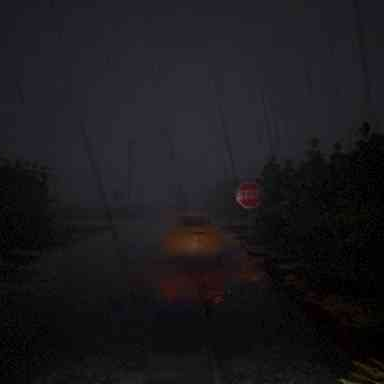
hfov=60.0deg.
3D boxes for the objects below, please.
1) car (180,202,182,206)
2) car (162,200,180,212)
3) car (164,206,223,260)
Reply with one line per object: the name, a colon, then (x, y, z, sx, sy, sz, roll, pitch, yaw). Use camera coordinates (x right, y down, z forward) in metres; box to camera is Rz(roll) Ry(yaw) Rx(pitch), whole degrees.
car: (-3.098, 2.379, 65.811, 1.882, 1.535, 5.008, 0, -1, 0)
car: (-3.173, 2.165, 48.344, 1.812, 1.442, 4.674, 0, -1, 0)
car: (0.076, 1.494, 12.564, 1.882, 1.535, 5.008, 0, 0, 1)
